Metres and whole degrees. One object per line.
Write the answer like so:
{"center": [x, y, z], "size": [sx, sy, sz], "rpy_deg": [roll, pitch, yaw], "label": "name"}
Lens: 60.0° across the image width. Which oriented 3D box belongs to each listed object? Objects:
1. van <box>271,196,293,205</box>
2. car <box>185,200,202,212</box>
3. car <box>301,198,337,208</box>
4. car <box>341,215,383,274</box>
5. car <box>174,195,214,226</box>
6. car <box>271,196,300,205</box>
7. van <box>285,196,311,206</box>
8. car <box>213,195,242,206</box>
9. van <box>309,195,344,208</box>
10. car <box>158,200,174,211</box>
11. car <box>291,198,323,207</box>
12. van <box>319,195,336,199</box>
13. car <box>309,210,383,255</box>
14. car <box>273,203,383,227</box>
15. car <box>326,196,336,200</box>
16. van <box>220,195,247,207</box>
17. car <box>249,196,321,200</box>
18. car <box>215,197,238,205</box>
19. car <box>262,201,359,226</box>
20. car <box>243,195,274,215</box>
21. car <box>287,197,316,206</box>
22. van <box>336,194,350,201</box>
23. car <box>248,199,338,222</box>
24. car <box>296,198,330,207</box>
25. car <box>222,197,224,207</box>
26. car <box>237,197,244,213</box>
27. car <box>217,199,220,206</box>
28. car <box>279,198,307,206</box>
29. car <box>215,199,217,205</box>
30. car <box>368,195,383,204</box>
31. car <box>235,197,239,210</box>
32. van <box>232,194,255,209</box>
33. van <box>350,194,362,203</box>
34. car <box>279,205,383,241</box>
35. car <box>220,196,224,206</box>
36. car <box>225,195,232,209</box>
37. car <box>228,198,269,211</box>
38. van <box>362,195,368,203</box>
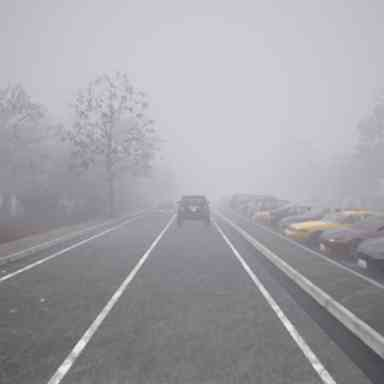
{"center": [20.416, 1.896, 75.406], "size": [4.442, 1.987, 1.878], "rpy_deg": [0, -1, 0], "label": "van"}
{"center": [0.149, 1.674, 42.042], "size": [1.994, 1.385, 4.181], "rpy_deg": [0, -1, 0], "label": "car"}
{"center": [20.221, 1.723, 53.125], "size": [4.892, 1.521, 2.231], "rpy_deg": [0, -1, 0], "label": "car"}
{"center": [6.977, 1.517, 8.951], "size": [4.792, 1.488, 2.163], "rpy_deg": [0, 0, 0], "label": "car"}
{"center": [0.117, 1.223, 23.481], "size": [2.150, 2.045, 5.566], "rpy_deg": [0, 0, 0], "label": "car"}
{"center": [20.317, 1.805, 72.515], "size": [5.566, 2.045, 2.435], "rpy_deg": [0, -1, 0], "label": "car"}
{"center": [20.379, 1.682, 64.208], "size": [4.442, 1.987, 1.878], "rpy_deg": [0, -1, 0], "label": "van"}
{"center": [7.164, 1.711, 67.231], "size": [5.566, 2.045, 2.435], "rpy_deg": [0, -1, 0], "label": "car"}
{"center": [20.335, 1.449, 50.359], "size": [4.442, 1.987, 1.878], "rpy_deg": [0, -1, 0], "label": "van"}
{"center": [-3.285, 1.690, 43.573], "size": [1.994, 1.385, 4.181], "rpy_deg": [0, -1, 0], "label": "car"}
{"center": [20.240, 1.817, 58.791], "size": [5.008, 1.535, 2.097], "rpy_deg": [0, -1, 0], "label": "car"}
{"center": [20.084, 1.356, 44.821], "size": [4.442, 1.987, 1.878], "rpy_deg": [0, -1, 0], "label": "van"}
{"center": [6.986, 1.519, 11.727], "size": [4.792, 1.488, 2.163], "rpy_deg": [0, 0, 0], "label": "car"}
{"center": [7.039, 1.495, 17.279], "size": [4.892, 1.521, 2.231], "rpy_deg": [0, 0, 0], "label": "car"}
{"center": [20.197, 1.535, 42.047], "size": [5.008, 1.535, 2.097], "rpy_deg": [0, -1, 0], "label": "car"}
{"center": [7.282, 1.596, 58.903], "size": [4.442, 1.987, 1.878], "rpy_deg": [0, -1, 0], "label": "van"}
{"center": [7.028, 1.374, 25.608], "size": [4.553, 1.767, 2.185], "rpy_deg": [0, 0, 0], "label": "car"}
{"center": [7.232, 1.886, 70.000], "size": [4.553, 1.767, 2.185], "rpy_deg": [0, -1, 0], "label": "car"}
{"center": [7.036, 1.497, 20.055], "size": [4.892, 1.521, 2.231], "rpy_deg": [0, 0, 0], "label": "car"}
{"center": [7.037, 1.376, 28.384], "size": [4.553, 1.767, 2.185], "rpy_deg": [0, 0, 0], "label": "car"}
{"center": [20.222, 1.736, 61.438], "size": [4.553, 1.767, 2.185], "rpy_deg": [0, -1, 0], "label": "car"}
{"center": [20.067, 1.281, 39.430], "size": [4.442, 1.987, 1.878], "rpy_deg": [0, -1, 0], "label": "van"}
{"center": [6.865, 1.495, 22.832], "size": [5.366, 1.575, 1.946], "rpy_deg": [0, 0, 0], "label": "car"}
{"center": [20.231, 1.768, 55.895], "size": [5.008, 1.535, 2.097], "rpy_deg": [0, -1, 0], "label": "car"}
{"center": [7.133, 1.675, 47.796], "size": [4.674, 1.452, 2.002], "rpy_deg": [0, -1, 0], "label": "car"}
{"center": [7.072, 1.504, 31.160], "size": [5.008, 1.535, 2.097], "rpy_deg": [0, 0, 0], "label": "car"}
{"center": [7.162, 1.775, 56.123], "size": [5.008, 1.535, 2.097], "rpy_deg": [0, -1, 0], "label": "car"}
{"center": [20.265, 1.956, 66.975], "size": [4.892, 1.521, 2.231], "rpy_deg": [0, -1, 0], "label": "car"}
{"center": [7.177, 1.909, 61.675], "size": [4.674, 1.452, 2.002], "rpy_deg": [0, -1, 0], "label": "car"}
{"center": [20.129, 1.249, 31.111], "size": [5.566, 2.045, 2.435], "rpy_deg": [0, 0, 0], "label": "car"}
{"center": [7.089, 1.546, 33.936], "size": [4.674, 1.452, 2.002], "rpy_deg": [0, 0, 0], "label": "car"}
{"center": [6.978, 1.282, 36.713], "size": [4.442, 1.987, 1.878], "rpy_deg": [0, 0, 0], "label": "van"}
{"center": [20.291, 1.279, 36.526], "size": [4.442, 1.987, 1.878], "rpy_deg": [0, 0, 0], "label": "van"}
{"center": [6.839, 1.489, 14.504], "size": [5.366, 1.575, 1.946], "rpy_deg": [0, 0, 0], "label": "car"}
{"center": [7.109, 1.711, 50.573], "size": [4.792, 1.488, 2.163], "rpy_deg": [0, -1, 0], "label": "car"}
{"center": [7.132, 1.259, 39.489], "size": [5.566, 2.045, 2.435], "rpy_deg": [0, 0, 0], "label": "car"}
{"center": [7.142, 1.571, 42.238], "size": [4.792, 1.488, 2.163], "rpy_deg": [0, -1, 0], "label": "car"}
{"center": [20.282, 1.277, 33.881], "size": [4.442, 1.987, 1.878], "rpy_deg": [0, 0, 0], "label": "van"}
